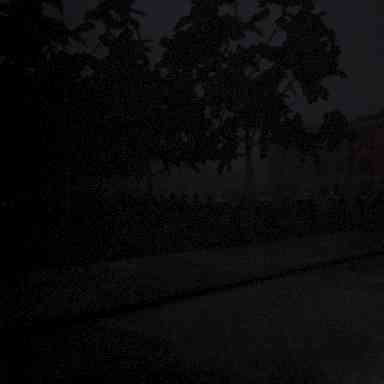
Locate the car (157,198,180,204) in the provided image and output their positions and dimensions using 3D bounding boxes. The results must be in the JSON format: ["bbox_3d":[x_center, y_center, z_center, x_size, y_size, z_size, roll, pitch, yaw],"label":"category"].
[{"bbox_3d":[-3.615,1.521,51.857,1.895,1.301,4.718,0,0,-35],"label":"car"}]
